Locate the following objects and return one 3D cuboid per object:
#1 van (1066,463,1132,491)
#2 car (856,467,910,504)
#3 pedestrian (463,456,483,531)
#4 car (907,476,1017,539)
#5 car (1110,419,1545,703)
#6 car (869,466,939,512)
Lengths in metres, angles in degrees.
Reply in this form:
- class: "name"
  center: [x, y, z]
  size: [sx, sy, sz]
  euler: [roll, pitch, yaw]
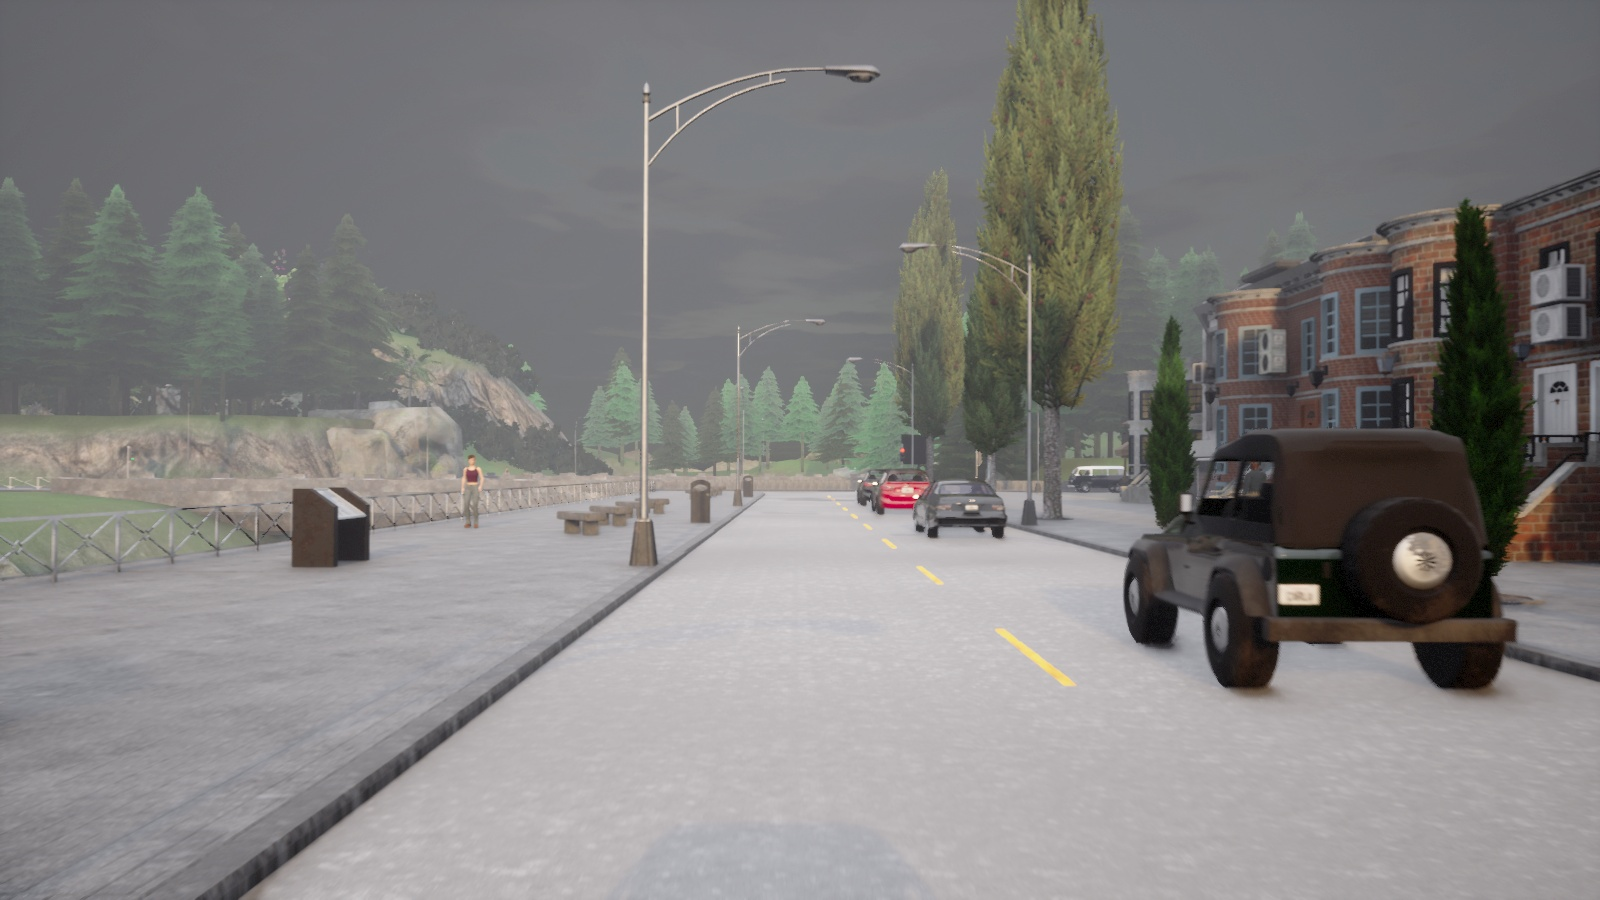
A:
- class: "van"
  center: [22.550, 2.039, 94.969]
  size: [4.480, 2.038, 2.069]
  euler: [0, -1, 0]
- class: "car"
  center: [3.845, 1.632, 59.028]
  size: [2.242, 1.667, 4.611]
  euler: [0, -1, 0]
- class: "pedestrian"
  center: [-8.113, 1.079, 31.162]
  size: [0.345, 1.836, 0.594]
  euler: [0, -1, 0]
- class: "car"
  center: [3.918, 1.371, 31.318]
  size: [2.033, 1.411, 5.357]
  euler: [0, -1, 0]
- class: "car"
  center: [3.971, 0.766, 10.261]
  size: [1.905, 1.878, 3.866]
  euler: [0, -1, 0]
- class: "car"
  center: [3.876, 1.437, 47.403]
  size: [2.242, 1.667, 4.611]
  euler: [0, -1, 0]
